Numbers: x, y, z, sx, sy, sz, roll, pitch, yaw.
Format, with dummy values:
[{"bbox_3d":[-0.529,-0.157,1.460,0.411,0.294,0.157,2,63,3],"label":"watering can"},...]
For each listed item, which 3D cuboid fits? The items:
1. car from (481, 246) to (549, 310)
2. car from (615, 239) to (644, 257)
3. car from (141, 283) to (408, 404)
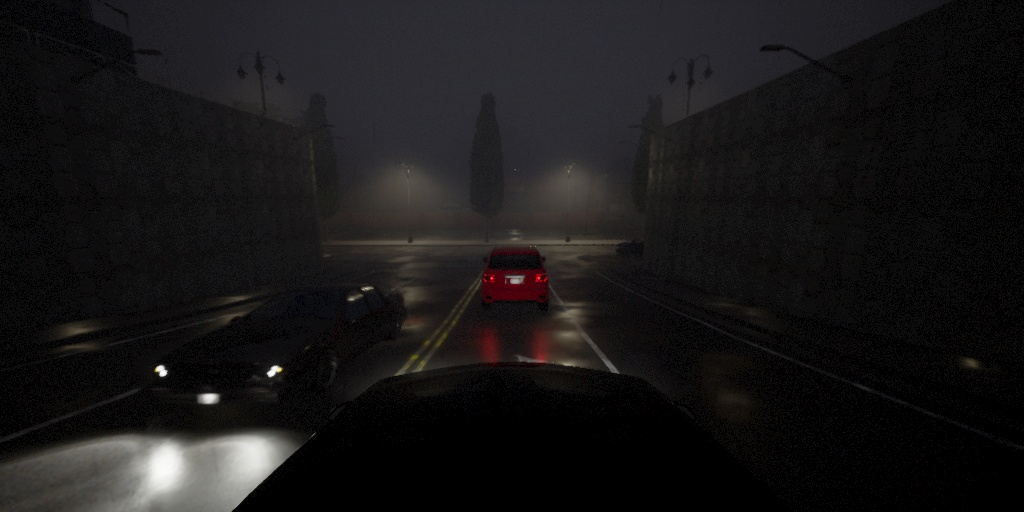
[{"bbox_3d":[0.097,0.648,13.236,2.150,2.045,5.566,0,4,0],"label":"car"},{"bbox_3d":[11.212,-0.773,31.289,4.181,1.385,1.994,0,10,-2],"label":"car"},{"bbox_3d":[-3.564,1.257,6.887,2.033,1.411,5.357,0,1,0],"label":"car"}]
